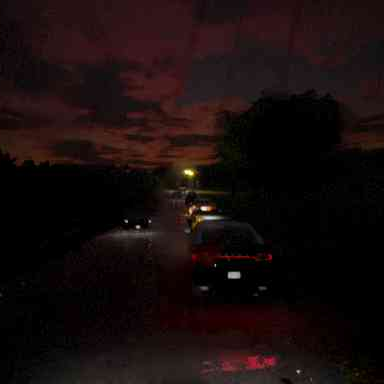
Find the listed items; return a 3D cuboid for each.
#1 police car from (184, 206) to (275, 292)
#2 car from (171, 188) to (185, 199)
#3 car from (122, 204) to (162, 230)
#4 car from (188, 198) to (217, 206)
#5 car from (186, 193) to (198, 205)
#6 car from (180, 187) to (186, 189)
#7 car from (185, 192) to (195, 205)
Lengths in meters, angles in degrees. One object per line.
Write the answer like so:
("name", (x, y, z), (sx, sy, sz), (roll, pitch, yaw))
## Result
("police car", (0.816, 1.399, 9.040), (1.930, 1.638, 5.238), (0, 0, 0))
("car", (-2.864, 0.583, 63.101), (2.128, 1.511, 4.902), (0, 2, 0))
("car", (-2.869, 1.442, 20.349), (2.033, 1.411, 5.357), (0, 1, 0))
("car", (0.807, 1.361, 19.120), (1.801, 1.575, 5.366), (0, 1, 0))
("car", (0.801, 1.202, 24.901), (2.097, 1.767, 4.553), (0, 1, 0))
("car", (-2.839, -0.751, 94.918), (1.882, 1.535, 5.008), (0, 2, 0))
("car", (-0.003, 1.134, 46.640), (1.895, 1.301, 4.718), (0, 1, 1))
